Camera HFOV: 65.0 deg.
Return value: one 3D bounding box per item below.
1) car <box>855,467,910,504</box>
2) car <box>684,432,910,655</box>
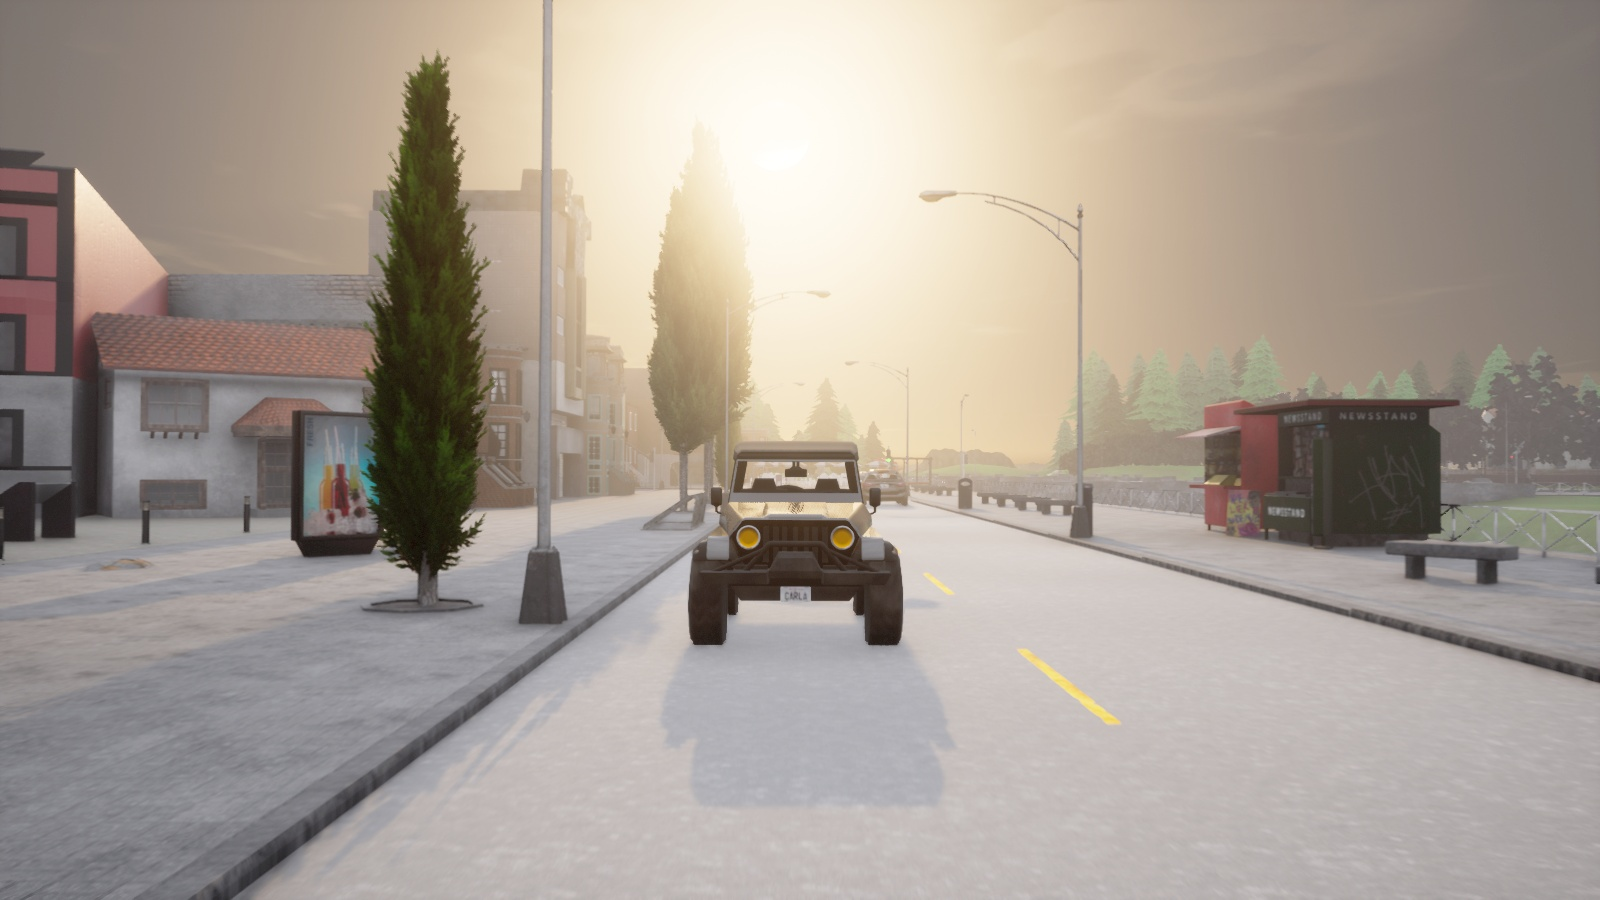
[{"bbox_3d":[3.845,1.635,59.248,2.242,1.667,4.611,0,-1,0],"label":"car"},{"bbox_3d":[-0.034,0.821,12.581,1.905,1.878,3.866,0,-1,0],"label":"car"}]
